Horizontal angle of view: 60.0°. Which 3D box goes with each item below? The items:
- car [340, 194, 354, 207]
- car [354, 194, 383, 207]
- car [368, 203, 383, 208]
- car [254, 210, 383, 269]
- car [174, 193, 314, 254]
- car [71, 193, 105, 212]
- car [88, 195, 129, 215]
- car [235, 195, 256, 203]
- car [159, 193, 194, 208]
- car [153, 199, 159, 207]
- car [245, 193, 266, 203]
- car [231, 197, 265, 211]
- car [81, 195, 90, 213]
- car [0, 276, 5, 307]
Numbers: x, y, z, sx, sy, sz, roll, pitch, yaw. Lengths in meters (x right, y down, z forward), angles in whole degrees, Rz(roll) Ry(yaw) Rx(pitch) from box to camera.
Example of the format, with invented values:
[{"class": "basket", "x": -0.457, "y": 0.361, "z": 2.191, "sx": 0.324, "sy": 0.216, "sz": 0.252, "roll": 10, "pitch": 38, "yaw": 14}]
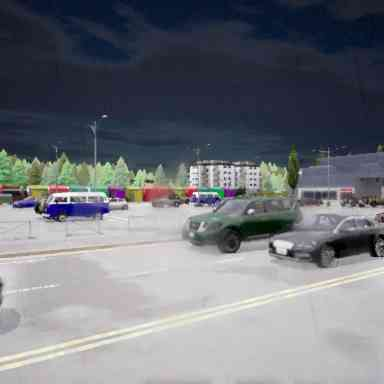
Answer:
[{"class": "car", "x": 22.897, "y": 1.156, "z": 47.392, "sx": 3.866, "sy": 1.878, "sz": 1.905, "roll": 0, "pitch": 0, "yaw": -33}, {"class": "car", "x": 24.424, "y": 1.153, "z": 44.933, "sx": 4.605, "sy": 1.855, "sz": 1.932, "roll": 0, "pitch": 0, "yaw": -33}, {"class": "car", "x": 13.422, "y": 1.564, "z": 21.088, "sx": 4.181, "sy": 1.385, "sz": 1.994, "roll": 0, "pitch": 0, "yaw": -33}, {"class": "car", "x": 4.716, "y": 1.492, "z": 11.244, "sx": 4.902, "sy": 1.511, "sz": 2.128, "roll": 0, "pitch": 0, "yaw": -33}, {"class": "car", "x": 2.297, "y": 1.218, "z": 13.845, "sx": 5.566, "sy": 2.045, "sz": 2.150, "roll": -1, "pitch": 0, "yaw": -33}, {"class": "car", "x": -12.121, "y": 1.153, "z": 41.464, "sx": 4.605, "sy": 1.855, "sz": 1.932, "roll": 0, "pitch": 0, "yaw": -33}, {"class": "car", "x": -9.048, "y": 1.395, "z": 36.808, "sx": 3.806, "sy": 1.475, "sz": 1.970, "roll": 0, "pitch": 0, "yaw": -33}, {"class": "car", "x": 10.639, "y": 1.395, "z": 66.282, "sx": 3.806, "sy": 1.475, "sz": 1.970, "roll": 0, "pitch": 0, "yaw": -33}, {"class": "car", "x": -2.494, "y": 1.153, "z": 54.308, "sx": 4.605, "sy": 1.855, "sz": 1.932, "roll": 0, "pitch": 0, "yaw": -33}, {"class": "car", "x": -4.014, "y": 1.364, "z": 56.775, "sx": 3.905, "sy": 1.438, "sz": 1.784, "roll": 0, "pitch": 0, "yaw": -33}, {"class": "car", "x": 12.203, "y": 1.156, "z": 63.846, "sx": 3.866, "sy": 1.878, "sz": 1.905, "roll": 0, "pitch": 0, "yaw": -33}, {"class": "car", "x": 6.764, "y": 1.395, "z": 40.172, "sx": 3.806, "sy": 1.475, "sz": 1.970, "roll": 0, "pitch": 0, "yaw": -33}, {"class": "car", "x": -10.621, "y": 1.364, "z": 39.239, "sx": 3.905, "sy": 1.438, "sz": 1.784, "roll": 0, "pitch": 0, "yaw": -33}, {"class": "car", "x": -5.272, "y": 1.522, "z": 4.589, "sx": 4.674, "sy": 1.442, "sz": 1.812, "roll": 0, "pitch": 0, "yaw": -35}]
